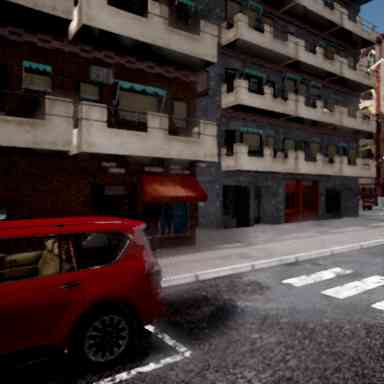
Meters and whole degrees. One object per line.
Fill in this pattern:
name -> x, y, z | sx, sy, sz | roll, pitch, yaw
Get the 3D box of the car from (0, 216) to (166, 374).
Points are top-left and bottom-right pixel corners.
car -> -2.706, 1.314, 4.161 | 5.009, 1.841, 2.192 | 0, 1, -36

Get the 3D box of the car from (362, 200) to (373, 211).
car -> 20.485, 1.658, 41.065 | 1.895, 1.301, 4.718 | 0, 0, 5
